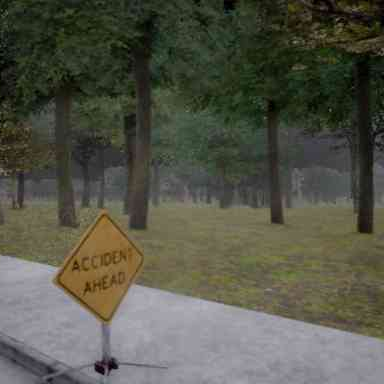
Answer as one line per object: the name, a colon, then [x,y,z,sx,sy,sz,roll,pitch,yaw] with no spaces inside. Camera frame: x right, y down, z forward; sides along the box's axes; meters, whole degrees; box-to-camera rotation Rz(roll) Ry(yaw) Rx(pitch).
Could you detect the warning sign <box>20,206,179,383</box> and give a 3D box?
warning sign: [-0.991,1.124,3.756,1.060,1.860,1.300,-1,0,35]
